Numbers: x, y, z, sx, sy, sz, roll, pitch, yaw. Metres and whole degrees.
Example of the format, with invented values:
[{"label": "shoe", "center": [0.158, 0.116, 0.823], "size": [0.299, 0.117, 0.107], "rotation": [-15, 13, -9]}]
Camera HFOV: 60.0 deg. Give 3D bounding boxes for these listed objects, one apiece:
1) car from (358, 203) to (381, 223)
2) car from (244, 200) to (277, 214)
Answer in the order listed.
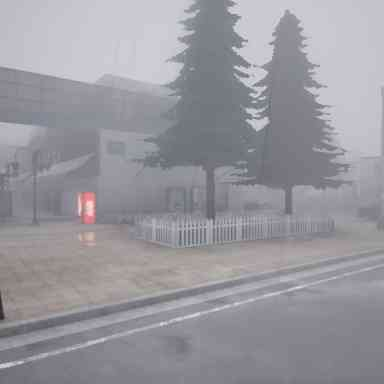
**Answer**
[{"label": "car", "center": [14.315, 1.462, 23.424], "size": [1.882, 1.535, 5.008], "rotation": [0, 0, -31]}, {"label": "car", "center": [6.831, 1.547, 34.830], "size": [1.994, 1.385, 4.181], "rotation": [0, 0, -34]}]
